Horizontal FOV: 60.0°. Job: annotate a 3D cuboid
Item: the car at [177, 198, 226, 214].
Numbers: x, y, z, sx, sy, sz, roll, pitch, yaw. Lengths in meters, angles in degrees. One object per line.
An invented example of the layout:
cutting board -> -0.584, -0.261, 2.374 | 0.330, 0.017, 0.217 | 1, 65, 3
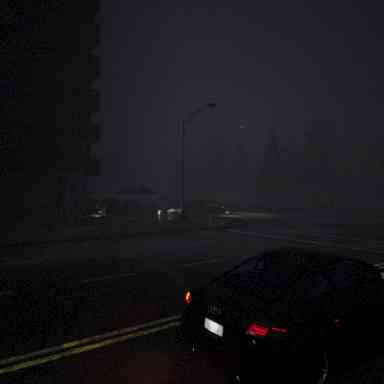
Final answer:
car -> 0.902, 1.422, 34.536 | 1.882, 1.535, 5.008 | 0, 0, -36

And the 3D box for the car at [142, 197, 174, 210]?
car -> -4.630, 1.470, 42.062 | 1.812, 1.442, 4.674 | 0, 0, -38

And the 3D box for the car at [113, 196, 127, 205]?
car -> -12.319, 1.422, 53.844 | 5.008, 1.535, 1.882 | 0, 0, 28

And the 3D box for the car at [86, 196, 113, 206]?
car -> -15.487, 1.492, 51.641 | 5.357, 1.411, 2.033 | 0, 0, 24

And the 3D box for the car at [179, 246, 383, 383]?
car -> 1.890, 1.564, 5.098 | 4.181, 1.385, 1.994 | 0, 0, -35

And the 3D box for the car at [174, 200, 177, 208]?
car -> -3.572, 1.449, 46.281 | 1.837, 1.490, 4.892 | 0, 0, -40
